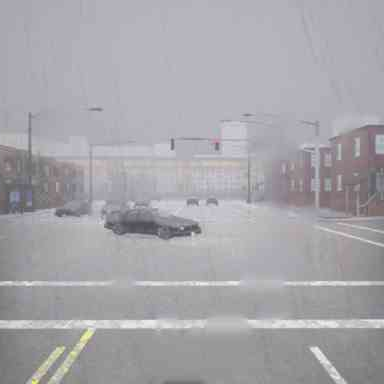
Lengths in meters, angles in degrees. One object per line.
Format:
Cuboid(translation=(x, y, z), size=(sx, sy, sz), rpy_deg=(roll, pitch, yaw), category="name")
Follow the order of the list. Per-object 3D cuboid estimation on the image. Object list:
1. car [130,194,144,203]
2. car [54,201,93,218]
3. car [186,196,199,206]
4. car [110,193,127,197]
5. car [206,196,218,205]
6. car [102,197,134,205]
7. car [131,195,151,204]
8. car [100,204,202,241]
Cuboid(translation=(-10.521, 1.194, 63.636), size=(1.882, 1.535, 5.008), rpy_deg=(0, 0, 0), category="car")
Cuboid(translation=(-10.648, 1.547, 30.456), size=(2.033, 1.411, 5.357), rpy_deg=(0, 0, 1), category="car")
Cuboid(translation=(0.085, 1.476, 56.346), size=(1.882, 1.535, 5.008), rpy_deg=(0, 0, 0), category="car")
Cuboid(translation=(-10.605, 1.222, 47.296), size=(2.150, 2.045, 5.566), rpy_deg=(0, 0, 0), category="car")
Cuboid(translation=(3.481, 1.503, 58.461), size=(1.837, 1.490, 4.892), rpy_deg=(0, 0, 0), category="car")
Cuboid(translation=(-7.085, 1.491, 30.689), size=(2.128, 1.511, 4.902), rpy_deg=(0, 0, 0), category="car")
Cuboid(translation=(-7.107, 1.505, 48.000), size=(1.837, 1.490, 4.892), rpy_deg=(0, 0, 0), category="car")
Cuboid(translation=(-2.176, 1.547, 16.975), size=(5.357, 1.411, 2.033), rpy_deg=(0, 0, 34), category="car")
